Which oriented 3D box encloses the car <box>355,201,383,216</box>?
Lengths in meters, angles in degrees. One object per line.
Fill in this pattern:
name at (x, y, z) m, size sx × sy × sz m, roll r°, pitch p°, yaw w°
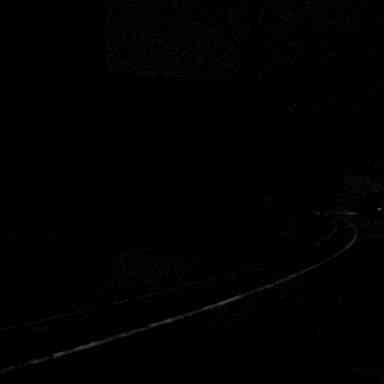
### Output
car at (18.082, 1.639, 33.024) m, size 2.033 × 1.411 × 5.357 m, roll 1°, pitch -1°, yaw 5°
